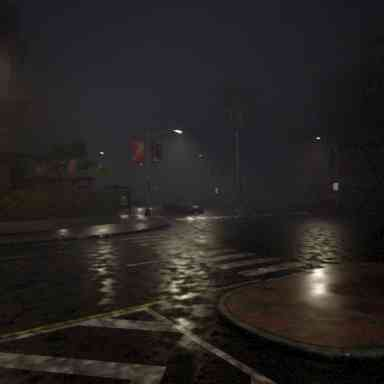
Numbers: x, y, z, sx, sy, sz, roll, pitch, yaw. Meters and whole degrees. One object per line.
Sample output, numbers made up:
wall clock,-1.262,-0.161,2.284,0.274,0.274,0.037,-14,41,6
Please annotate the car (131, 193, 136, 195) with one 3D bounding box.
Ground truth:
car,-13.431,1.220,68.429,2.150,2.045,5.566,0,0,-39

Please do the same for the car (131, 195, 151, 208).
car,-7.729,1.526,48.205,1.812,1.442,4.674,0,0,-36

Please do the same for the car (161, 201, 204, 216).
car,-1.045,1.547,32.486,2.033,1.411,5.357,0,0,-34
